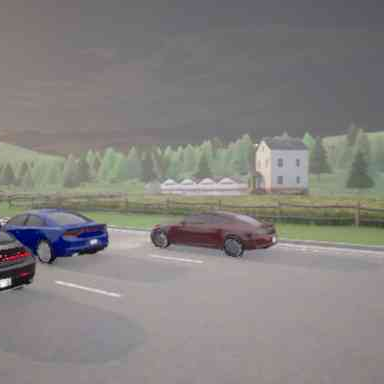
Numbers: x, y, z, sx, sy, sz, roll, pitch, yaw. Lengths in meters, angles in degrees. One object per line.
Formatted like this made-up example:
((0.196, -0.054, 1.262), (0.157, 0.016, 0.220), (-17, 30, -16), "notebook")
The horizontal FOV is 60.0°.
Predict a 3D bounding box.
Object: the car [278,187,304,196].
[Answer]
((18.974, 0.061, 64.042), (4.605, 1.855, 1.932), (0, 1, 32), "car")

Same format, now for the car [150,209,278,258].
((0.667, 1.330, 11.791), (4.674, 1.442, 1.812), (0, 1, 32), "car")

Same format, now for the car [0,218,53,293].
((-5.508, 1.422, 7.394), (4.892, 1.490, 1.837), (0, 1, 32), "car")

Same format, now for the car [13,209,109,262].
((-5.031, 1.331, 11.222), (5.008, 1.535, 1.882), (0, 1, 32), "car")
